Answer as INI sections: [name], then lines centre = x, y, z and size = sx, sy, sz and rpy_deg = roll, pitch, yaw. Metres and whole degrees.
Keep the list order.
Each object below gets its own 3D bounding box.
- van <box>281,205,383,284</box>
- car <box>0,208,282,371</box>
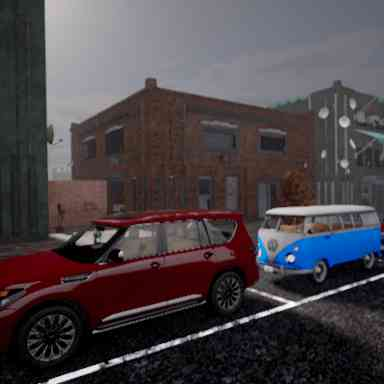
[van]
centre = 3.515, 1.277, 9.078
size = 3.998, 1.788, 1.690
rpy_deg = -1, 0, -36
[car]
centre = -0.999, 1.295, 5.853
size = 5.009, 1.841, 2.192
rpy_deg = -1, 0, -36
